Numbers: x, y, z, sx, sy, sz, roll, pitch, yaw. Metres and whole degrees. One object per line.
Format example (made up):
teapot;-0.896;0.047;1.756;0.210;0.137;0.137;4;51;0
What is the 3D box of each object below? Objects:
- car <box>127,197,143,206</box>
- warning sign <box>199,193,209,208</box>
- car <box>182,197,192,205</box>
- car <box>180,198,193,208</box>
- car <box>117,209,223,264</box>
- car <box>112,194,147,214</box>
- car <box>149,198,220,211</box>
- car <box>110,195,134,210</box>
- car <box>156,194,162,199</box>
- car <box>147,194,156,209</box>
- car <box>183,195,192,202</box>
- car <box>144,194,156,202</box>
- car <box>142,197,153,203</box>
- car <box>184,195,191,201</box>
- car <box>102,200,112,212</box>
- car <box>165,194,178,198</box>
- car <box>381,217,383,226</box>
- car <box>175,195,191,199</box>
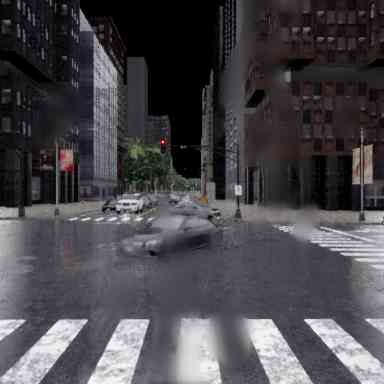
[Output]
car;-9.391;1.557;55.035;1.752;1.417;4.829;0;0;-1
warning sign;1.560;1.121;42.696;1.300;1.860;1.060;0;0;-1
car;-0.918;1.588;60.703;1.887;1.381;4.507;0;0;-1
car;-0.817;1.602;49.853;1.802;1.307;4.206;0;0;-1
car;-0.569;1.539;12.087;1.812;1.442;4.674;0;-1;35
car;-6.545;1.214;35.566;2.150;2.045;5.566;0;0;-1
car;-0.257;1.493;23.713;4.902;1.511;2.128;1;1;32
car;-9.292;1.324;44.354;2.192;1.841;5.009;0;0;-1
car;-6.717;1.385;55.792;2.097;1.767;4.553;0;0;0
car;-6.634;1.364;45.591;2.097;1.767;4.553;0;0;0
car;-1.120;1.538;82.402;1.967;1.590;4.097;0;0;-1
car;-9.595;1.398;76.908;2.192;1.841;5.009;0;0;-1
car;-9.544;1.651;71.482;1.802;1.307;4.206;0;0;-1
car;-1.171;1.553;87.827;1.967;1.590;4.097;0;0;-1
car;-9.241;1.565;38.927;1.947;1.339;4.313;0;0;-1
car;-3.618;1.655;65.309;1.895;1.301;4.718;0;0;-1
car;14.631;1.717;21.004;4.902;1.511;2.128;1;0;-1
car;-0.717;1.439;39.004;1.967;1.590;4.097;0;0;-1
